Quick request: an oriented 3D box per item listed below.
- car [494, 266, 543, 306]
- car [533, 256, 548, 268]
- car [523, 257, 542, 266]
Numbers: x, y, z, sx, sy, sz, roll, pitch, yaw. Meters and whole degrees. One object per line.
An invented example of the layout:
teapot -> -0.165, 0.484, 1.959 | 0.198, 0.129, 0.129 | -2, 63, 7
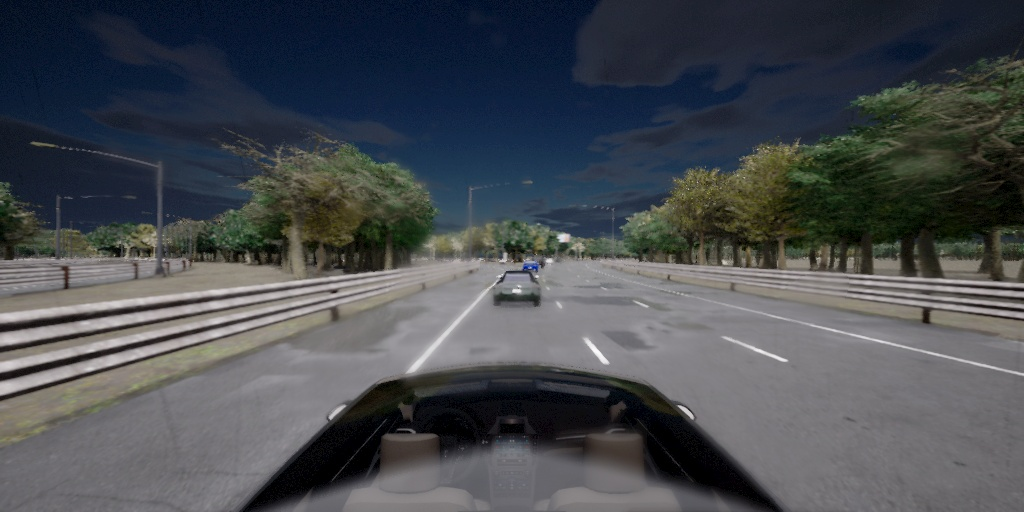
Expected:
car -> 0.276, 1.331, 16.033 | 1.994, 1.385, 4.181 | 0, 0, 2
car -> 4.559, 1.053, 62.604 | 2.150, 2.045, 5.566 | 0, 0, 9
car -> 2.491, 1.284, 46.559 | 1.882, 1.535, 5.008 | 0, 0, 6
